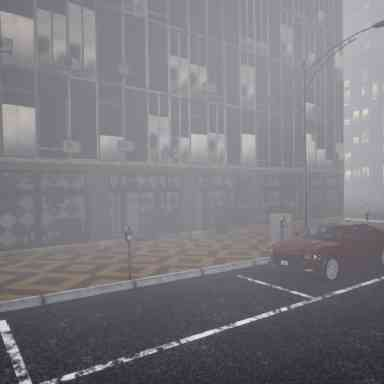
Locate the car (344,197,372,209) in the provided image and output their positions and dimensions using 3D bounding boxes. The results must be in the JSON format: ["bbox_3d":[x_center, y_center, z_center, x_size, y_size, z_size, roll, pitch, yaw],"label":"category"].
[{"bbox_3d":[18.691,1.275,39.604,1.752,1.417,4.829,-1,1,-35],"label":"car"}]

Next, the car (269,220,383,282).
[{"bbox_3d":[4.158,1.542,9.721,4.507,1.381,1.887,0,-1,-36],"label":"car"}]
